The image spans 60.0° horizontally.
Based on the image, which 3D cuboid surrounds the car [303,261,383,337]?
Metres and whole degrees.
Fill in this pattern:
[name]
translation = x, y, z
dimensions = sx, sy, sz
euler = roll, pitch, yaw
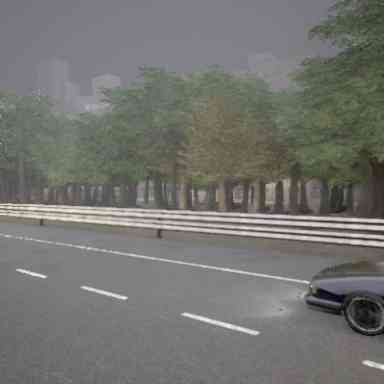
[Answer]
[car]
translation = 4.560, 1.548, 4.914
dimensions = 5.357, 1.411, 2.033
euler = 0, 0, 36
